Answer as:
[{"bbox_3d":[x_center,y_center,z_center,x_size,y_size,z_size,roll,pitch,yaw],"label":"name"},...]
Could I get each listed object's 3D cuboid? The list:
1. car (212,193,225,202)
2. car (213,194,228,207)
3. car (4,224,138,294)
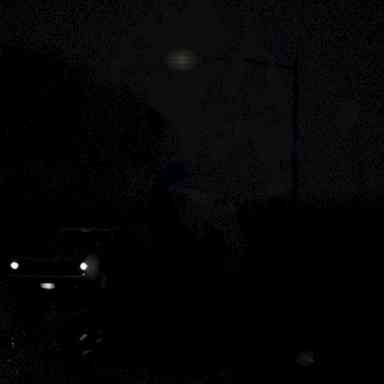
[{"bbox_3d":[4.993,1.050,63.446,2.033,1.411,5.357,-2,2,0],"label":"car"},{"bbox_3d":[4.346,1.342,49.231,1.837,1.490,4.892,0,1,4],"label":"car"},{"bbox_3d":[-2.816,1.581,8.911,1.895,1.301,4.718,0,0,3],"label":"car"}]
